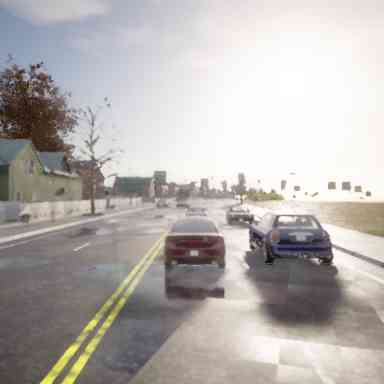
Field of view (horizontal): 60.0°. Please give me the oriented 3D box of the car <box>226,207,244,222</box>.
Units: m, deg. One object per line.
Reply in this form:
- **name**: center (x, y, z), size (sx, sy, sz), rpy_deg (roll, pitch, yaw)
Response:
- **car**: center (3.727, 1.815, 26.665), size (1.895, 1.301, 4.718), rpy_deg (0, 0, 2)

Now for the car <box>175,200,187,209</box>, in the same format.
- **car**: center (-1.554, 2.031, 55.006), size (1.994, 1.385, 4.181), rpy_deg (0, -1, 4)

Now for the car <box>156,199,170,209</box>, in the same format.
- **car**: center (-4.786, 1.965, 55.374), size (2.128, 1.511, 4.902), rpy_deg (0, -1, 4)

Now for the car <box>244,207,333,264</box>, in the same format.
- **car**: center (3.404, 1.449, 12.330), size (2.097, 1.767, 4.553), rpy_deg (0, -1, 1)

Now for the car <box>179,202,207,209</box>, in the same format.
- **car**: center (0.413, 1.751, 25.244), size (2.033, 1.411, 5.357), rpy_deg (0, 0, 2)

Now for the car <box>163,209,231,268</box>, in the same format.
- **car**: center (0.133, 1.570, 11.708), size (1.882, 1.535, 5.008), rpy_deg (0, -1, 2)
